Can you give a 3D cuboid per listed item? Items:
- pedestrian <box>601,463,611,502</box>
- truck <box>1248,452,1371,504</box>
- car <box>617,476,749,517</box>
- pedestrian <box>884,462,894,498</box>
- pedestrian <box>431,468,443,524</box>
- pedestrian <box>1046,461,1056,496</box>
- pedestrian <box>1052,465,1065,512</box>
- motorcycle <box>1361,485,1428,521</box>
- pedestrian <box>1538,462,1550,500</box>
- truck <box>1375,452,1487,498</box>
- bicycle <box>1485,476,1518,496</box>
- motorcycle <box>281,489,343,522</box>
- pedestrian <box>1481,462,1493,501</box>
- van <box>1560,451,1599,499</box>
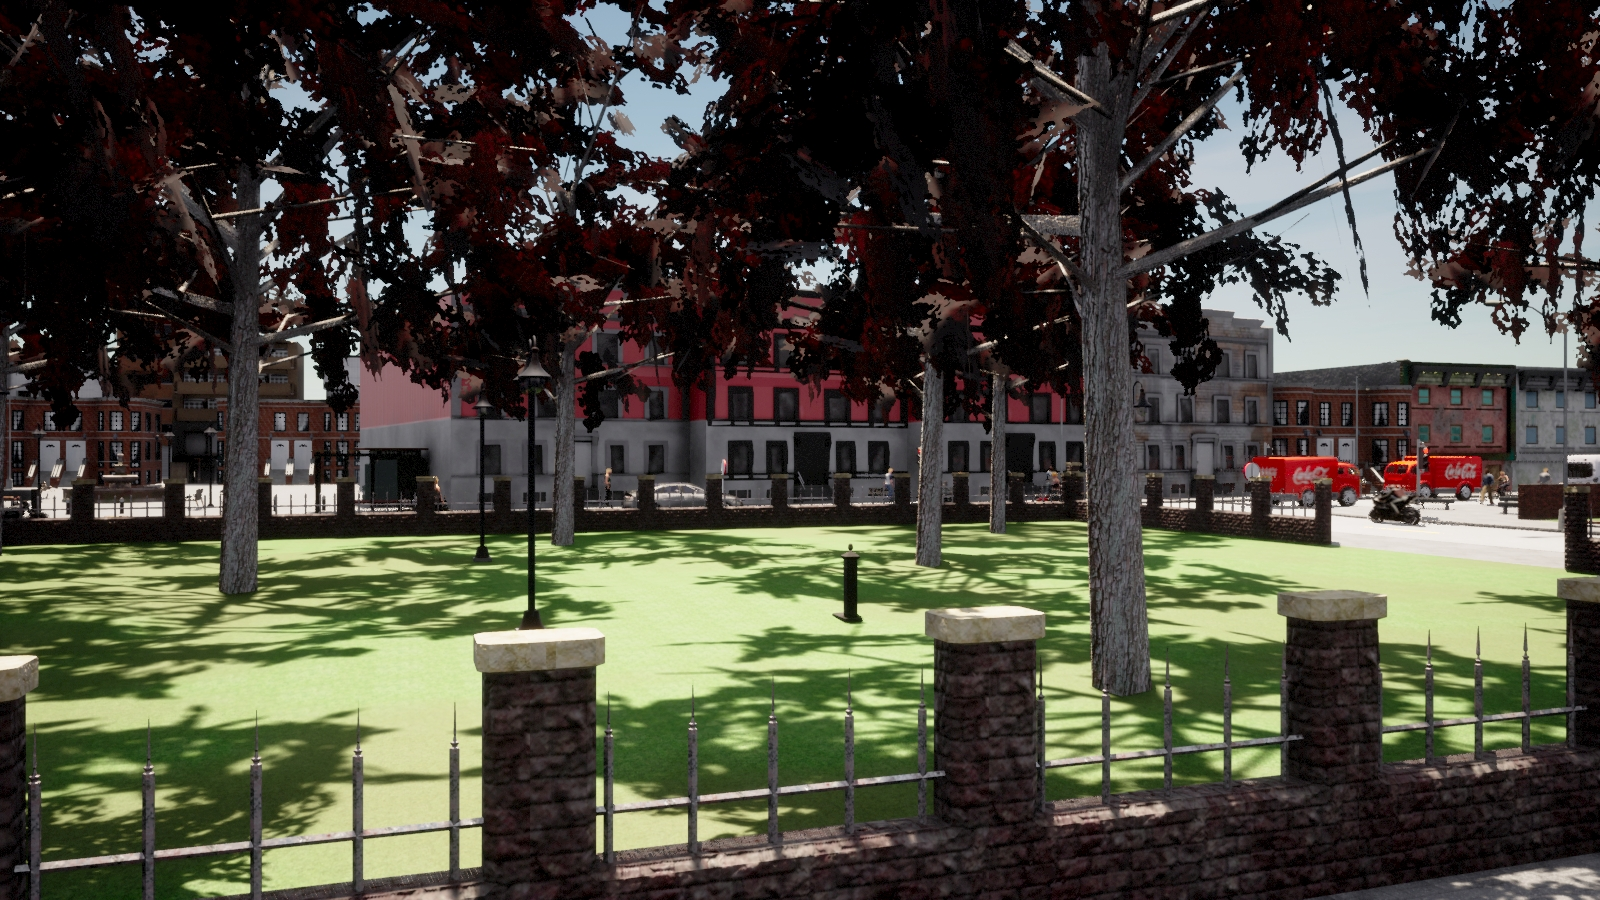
[{"bbox_3d":[-9.112,1.524,53.675,0.375,1.860,0.375,0,0,-18],"label":"pedestrian"},{"bbox_3d":[25.126,1.349,56.379,5.204,2.467,2.627,0,0,-21],"label":"truck"},{"bbox_3d":[-4.677,1.827,45.707,4.902,1.511,2.128,0,0,-19],"label":"car"},{"bbox_3d":[4.576,1.523,58.572,0.375,1.860,0.375,0,0,-18],"label":"pedestrian"},{"bbox_3d":[-12.104,1.523,38.089,0.375,1.860,0.375,0,0,-19],"label":"pedestrian"},{"bbox_3d":[13.486,1.524,61.480,0.375,1.860,0.375,0,0,-20],"label":"pedestrian"},{"bbox_3d":[10.299,1.525,45.500,0.375,1.860,0.375,0,0,-16],"label":"pedestrian"},{"bbox_3d":[22.317,1.985,42.916,0.867,1.251,2.209,0,0,-20],"label":"motorcycle"},{"bbox_3d":[36.273,1.515,55.711,0.375,1.860,0.375,0,0,-24],"label":"pedestrian"},{"bbox_3d":[35.004,1.348,63.458,5.204,2.467,2.627,0,0,-19],"label":"truck"},{"bbox_3d":[40.060,2.036,65.248,1.487,1.080,0.859,0,0,-18],"label":"bicycle"},{"bbox_3d":[-17.622,1.993,41.301,2.033,1.145,0.803,0,0,-19],"label":"motorcycle"},{"bbox_3d":[32.872,1.517,54.674,0.375,1.860,0.375,0,0,-24],"label":"pedestrian"},{"bbox_3d":[44.845,1.314,62.729,5.915,2.561,1.988,0,0,-18],"label":"van"}]
